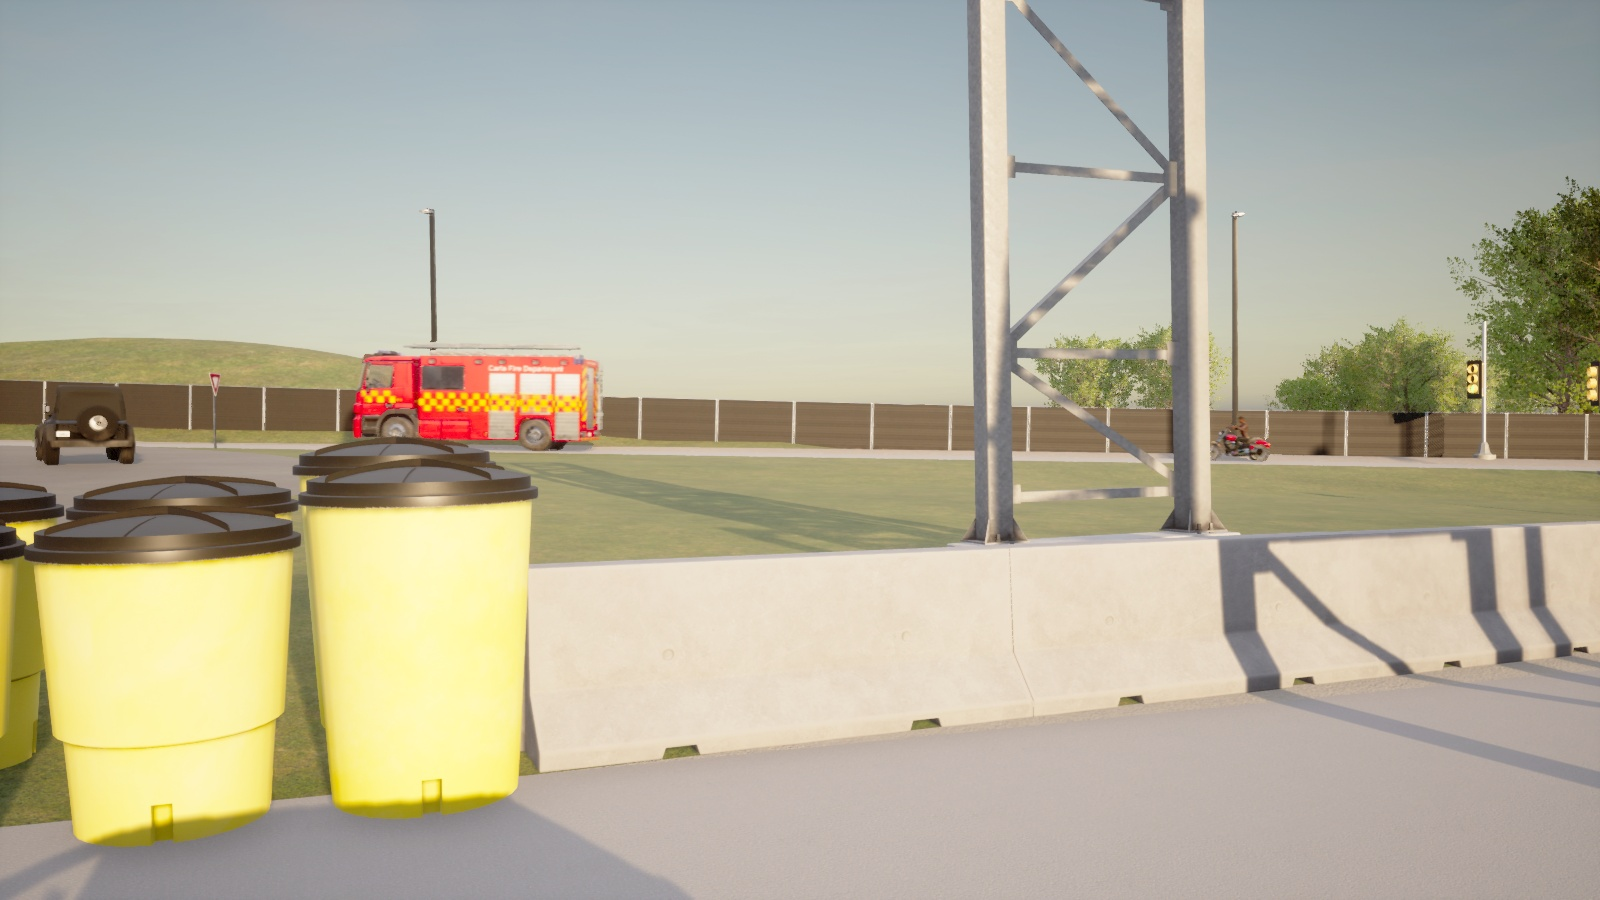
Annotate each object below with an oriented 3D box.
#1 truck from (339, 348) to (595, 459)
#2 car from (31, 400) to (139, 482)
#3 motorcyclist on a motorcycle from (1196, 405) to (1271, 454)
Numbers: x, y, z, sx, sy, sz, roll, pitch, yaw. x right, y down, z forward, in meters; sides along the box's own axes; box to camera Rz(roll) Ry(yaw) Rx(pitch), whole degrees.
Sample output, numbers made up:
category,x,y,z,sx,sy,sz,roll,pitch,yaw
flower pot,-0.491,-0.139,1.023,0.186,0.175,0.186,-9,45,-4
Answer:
category,x,y,z,sx,sy,sz,roll,pitch,yaw
truck,-12.020,-1.668,45.752,8.468,3.827,2.891,0,2,4
car,-17.607,-0.262,30.855,1.905,1.878,3.866,-2,2,-35
motorcyclist on a motorcycle,15.133,-0.716,43.875,2.350,1.649,0.766,-1,2,4
